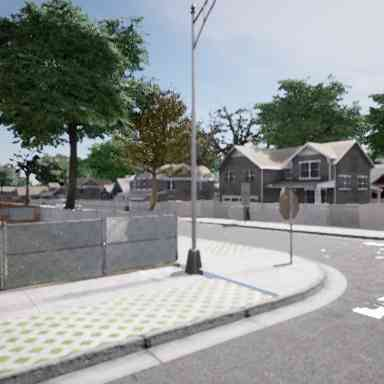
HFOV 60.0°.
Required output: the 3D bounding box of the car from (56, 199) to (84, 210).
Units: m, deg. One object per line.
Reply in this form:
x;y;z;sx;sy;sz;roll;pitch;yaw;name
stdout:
-15.089;1.897;40.834;2.150;2.045;5.566;0;0;-36;car
